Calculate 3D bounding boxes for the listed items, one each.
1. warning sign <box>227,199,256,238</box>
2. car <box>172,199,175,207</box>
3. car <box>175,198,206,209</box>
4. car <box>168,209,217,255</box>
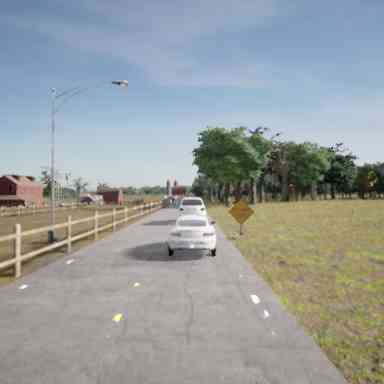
[{"bbox_3d":[2.462,1.275,16.685,1.300,1.860,1.060,1,0,0],"label":"warning sign"},{"bbox_3d":[-2.760,2.105,64.992,2.128,1.511,4.902,0,-1,0],"label":"car"},{"bbox_3d":[0.010,1.486,27.573,2.150,2.045,5.566,0,0,0],"label":"car"},{"bbox_3d":[0.020,1.659,13.903,1.812,1.442,4.674,0,0,0],"label":"car"}]
